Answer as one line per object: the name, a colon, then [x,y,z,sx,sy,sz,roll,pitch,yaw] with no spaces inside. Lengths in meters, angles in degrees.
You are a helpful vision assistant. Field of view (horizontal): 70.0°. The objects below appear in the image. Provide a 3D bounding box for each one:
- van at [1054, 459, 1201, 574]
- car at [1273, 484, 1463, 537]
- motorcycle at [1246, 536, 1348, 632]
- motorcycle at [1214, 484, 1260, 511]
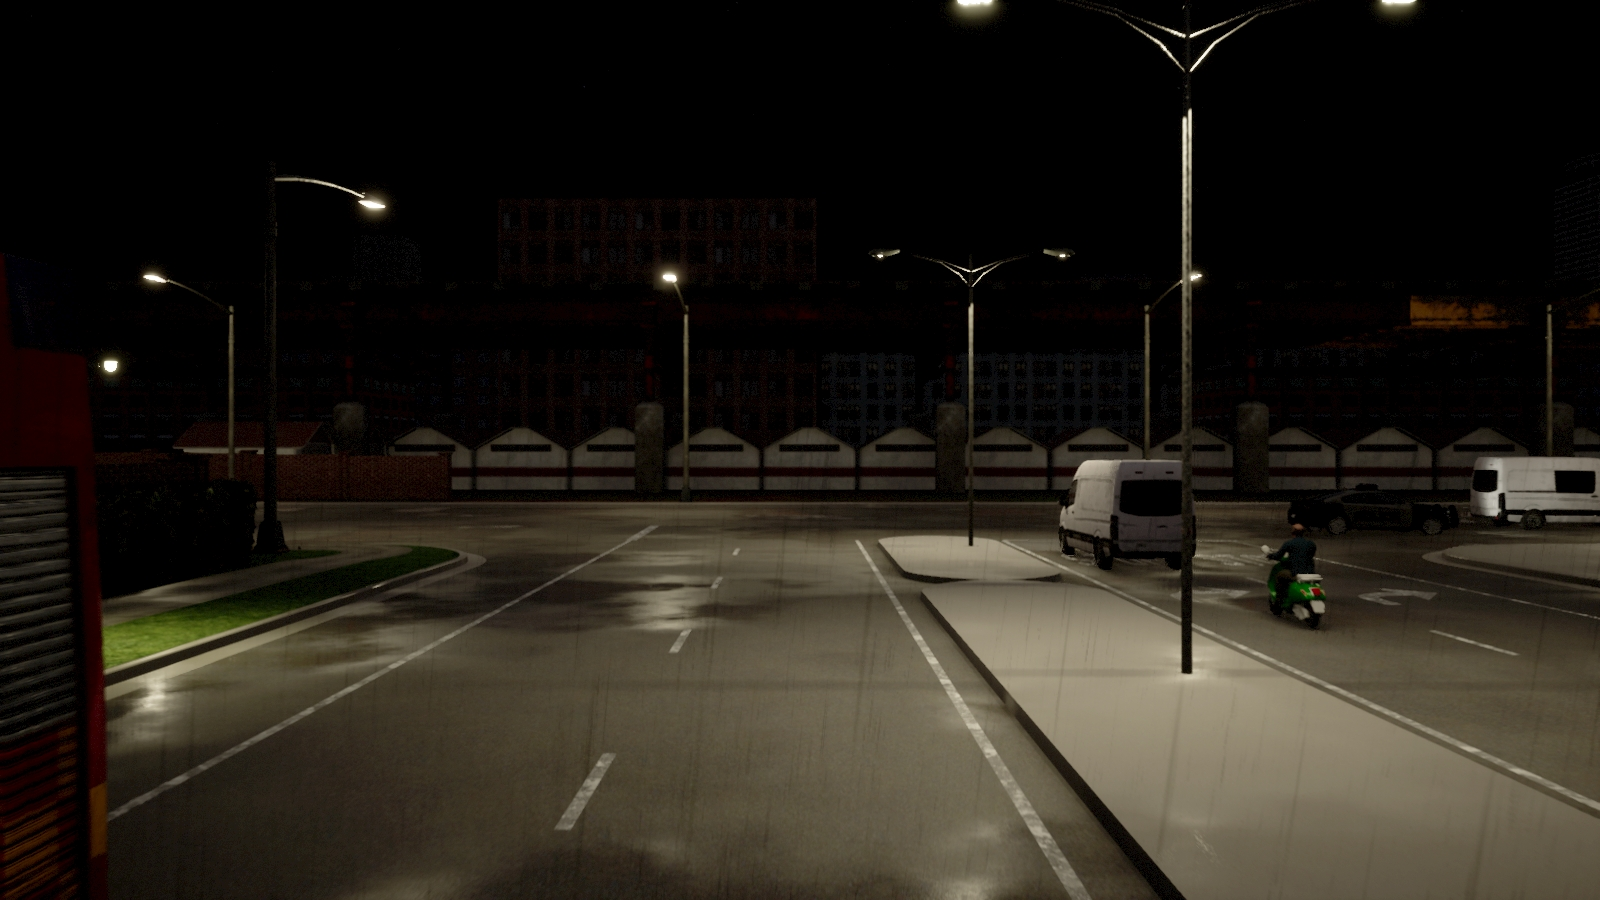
van: [8.015,1.529,28.644,1.988,2.561,5.915,0,0,0]
car: [18.748,1.977,37.872,5.238,1.638,2.097,0,0,1]
motorcycle: [7.993,2.127,18.476,0.856,1.341,1.805,0,0,0]
motorcycle: [20.052,2.176,52.437,1.805,1.236,0.856,0,0,0]
